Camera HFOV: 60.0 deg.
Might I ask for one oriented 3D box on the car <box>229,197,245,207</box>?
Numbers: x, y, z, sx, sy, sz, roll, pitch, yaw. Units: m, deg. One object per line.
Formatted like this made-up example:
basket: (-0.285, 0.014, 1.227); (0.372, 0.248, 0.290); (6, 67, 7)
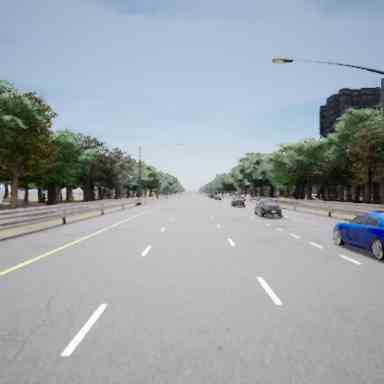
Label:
car: (7.053, 1.557, 51.835); (1.812, 1.442, 4.674); (0, 0, 0)

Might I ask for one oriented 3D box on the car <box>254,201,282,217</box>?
car: (7.016, 1.541, 30.834); (1.812, 1.442, 4.674); (0, 0, 0)

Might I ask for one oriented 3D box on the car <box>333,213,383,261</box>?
car: (7.006, 1.497, 12.330); (1.882, 1.535, 5.008); (0, 0, 0)
